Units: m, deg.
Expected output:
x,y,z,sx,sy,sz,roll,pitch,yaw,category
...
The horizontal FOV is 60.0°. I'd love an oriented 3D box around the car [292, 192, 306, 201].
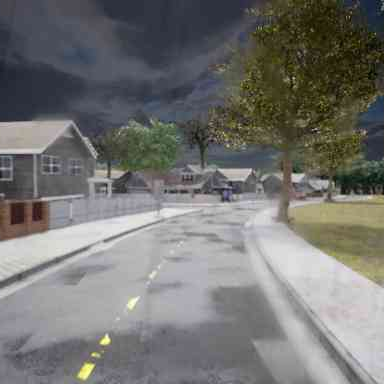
x,y,z,sx,sy,sz,roll,pitch,yaw,category
25.686,1.075,80.120,2.150,2.045,5.566,2,2,38,car
